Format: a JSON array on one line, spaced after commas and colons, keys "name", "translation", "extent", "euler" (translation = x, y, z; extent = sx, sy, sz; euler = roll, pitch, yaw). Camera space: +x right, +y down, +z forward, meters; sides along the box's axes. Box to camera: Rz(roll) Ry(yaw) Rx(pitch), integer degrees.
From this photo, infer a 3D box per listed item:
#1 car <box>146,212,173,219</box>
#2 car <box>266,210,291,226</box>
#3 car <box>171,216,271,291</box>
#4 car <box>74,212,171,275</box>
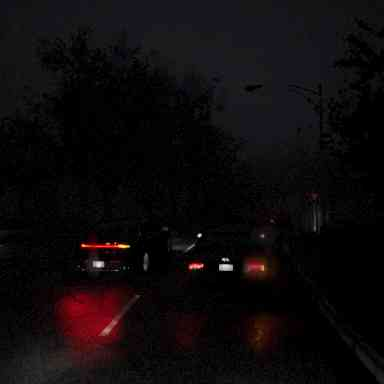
[{"name": "car", "translation": [-6.427, 4.607, 65.401], "extent": [4.902, 1.511, 2.128], "euler": [0, -4, 6]}, {"name": "car", "translation": [8.960, 2.695, 34.564], "extent": [1.837, 1.490, 4.892], "euler": [-1, -4, 28]}, {"name": "car", "translation": [1.037, 1.552, 9.119], "extent": [2.033, 1.411, 5.357], "euler": [-1, 0, 8]}, {"name": "car", "translation": [-1.942, 1.542, 10.609], "extent": [1.837, 1.490, 4.892], "euler": [-1, 0, 9]}]
